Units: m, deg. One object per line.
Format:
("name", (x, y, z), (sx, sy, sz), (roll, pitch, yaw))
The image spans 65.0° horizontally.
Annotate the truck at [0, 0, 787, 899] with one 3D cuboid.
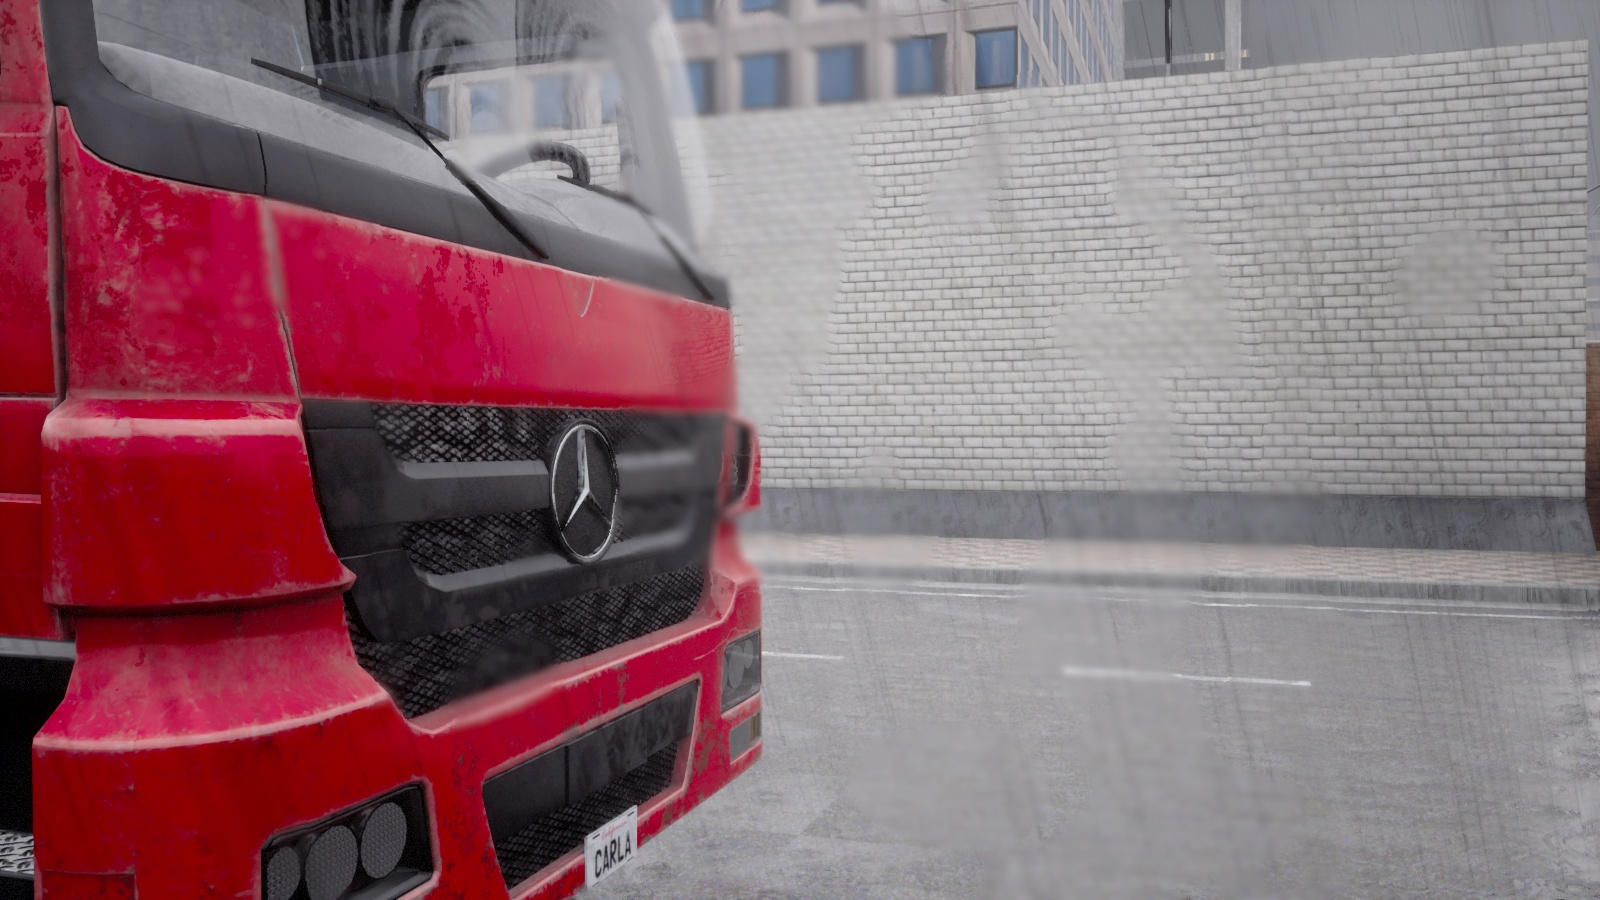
("truck", (-4.275, -0.245, 4.614), (7.936, 3.462, 2.891), (1, 1, 19))
